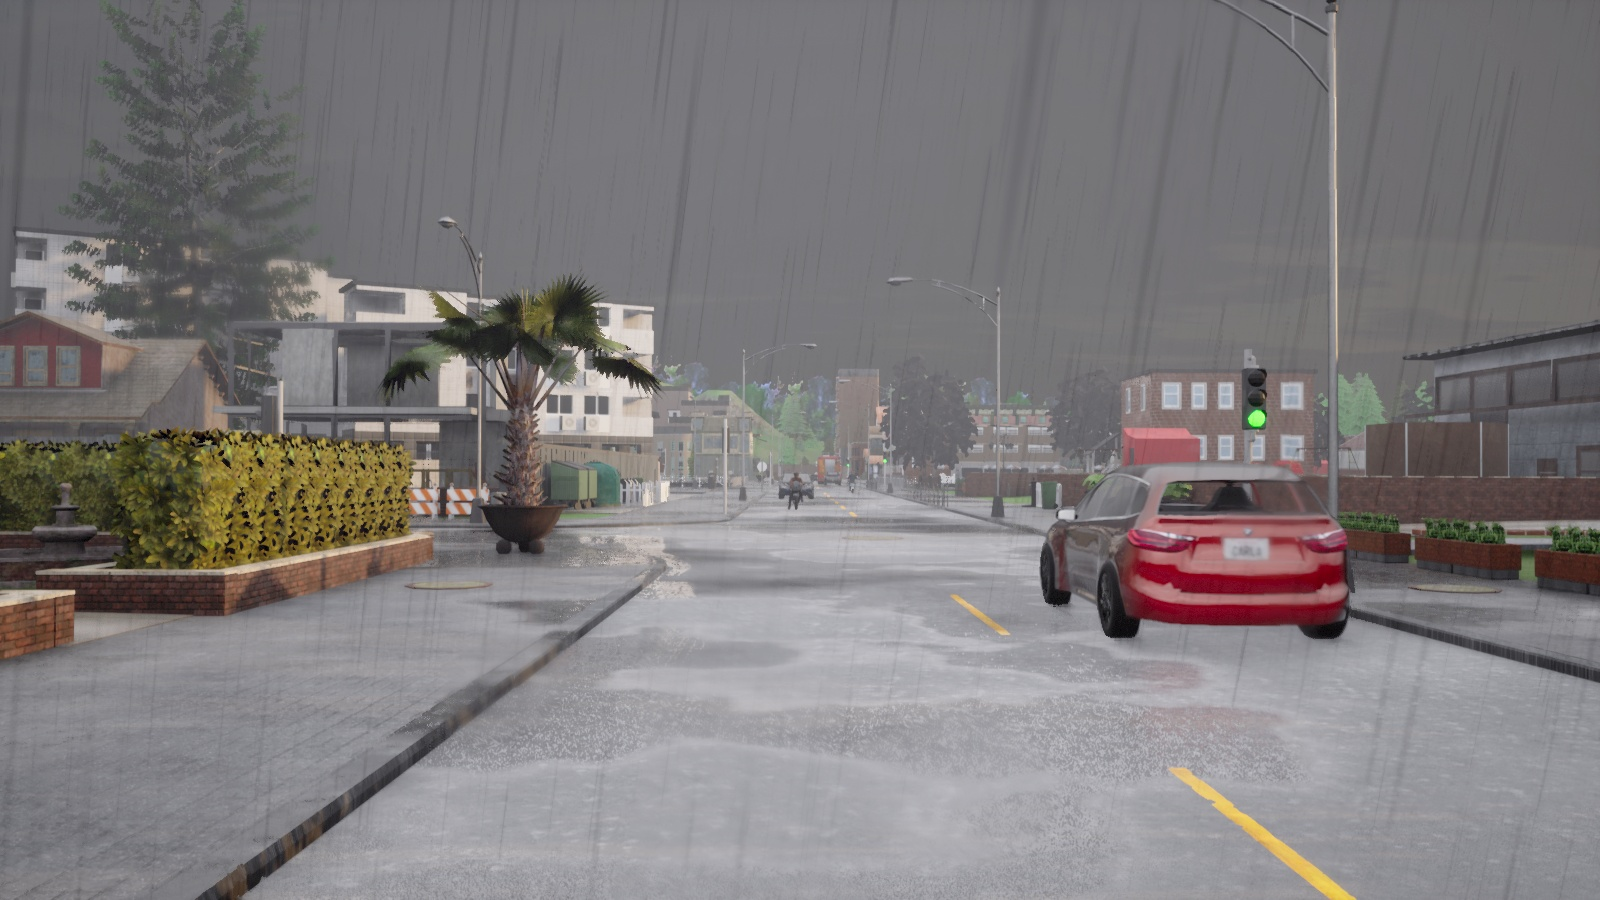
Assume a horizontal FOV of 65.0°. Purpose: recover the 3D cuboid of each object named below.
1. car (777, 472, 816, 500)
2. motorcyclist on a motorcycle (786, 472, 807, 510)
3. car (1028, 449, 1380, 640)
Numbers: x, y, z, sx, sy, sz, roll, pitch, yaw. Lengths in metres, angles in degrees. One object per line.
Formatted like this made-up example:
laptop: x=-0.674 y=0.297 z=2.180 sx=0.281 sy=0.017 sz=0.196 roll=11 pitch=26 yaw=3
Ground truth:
car: x=-0.191 y=2.010 z=70.935 sx=2.163 sy=1.488 sz=4.792 roll=0 pitch=-1 yaw=0
motorcyclist on a motorcycle: x=-0.138 y=1.654 z=50.886 sx=0.797 sy=1.523 sz=2.044 roll=0 pitch=-1 yaw=0
car: x=3.960 y=0.868 z=13.323 sx=2.242 sy=1.667 sz=4.611 roll=0 pitch=-1 yaw=0
